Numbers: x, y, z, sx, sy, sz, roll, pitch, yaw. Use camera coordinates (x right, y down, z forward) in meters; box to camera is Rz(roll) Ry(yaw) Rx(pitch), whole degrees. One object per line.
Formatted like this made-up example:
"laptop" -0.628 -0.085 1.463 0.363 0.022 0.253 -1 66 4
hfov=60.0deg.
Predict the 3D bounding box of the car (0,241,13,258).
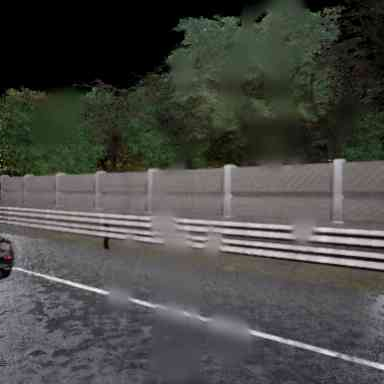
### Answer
"car" -6.242 1.363 8.373 4.674 1.442 1.812 0 0 36
